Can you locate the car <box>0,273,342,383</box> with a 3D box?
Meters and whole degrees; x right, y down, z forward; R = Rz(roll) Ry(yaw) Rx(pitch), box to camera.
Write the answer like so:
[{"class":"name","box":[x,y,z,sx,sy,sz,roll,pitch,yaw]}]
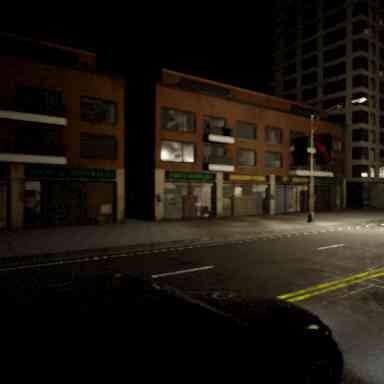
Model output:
[{"class":"car","box":[-0.565,1.525,3.036,4.674,1.442,1.812,0,0,-36]}]
